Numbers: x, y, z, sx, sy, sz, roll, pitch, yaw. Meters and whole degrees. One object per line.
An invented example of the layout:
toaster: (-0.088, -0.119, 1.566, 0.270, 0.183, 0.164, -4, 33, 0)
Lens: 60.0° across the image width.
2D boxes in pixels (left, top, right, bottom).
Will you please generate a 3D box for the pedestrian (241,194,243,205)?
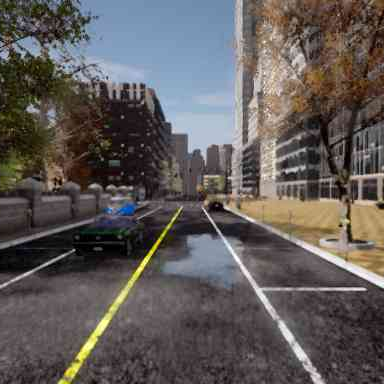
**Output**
pedestrian: (8.141, 1.206, 54.542, 0.375, 1.860, 0.375, 0, 0, 0)

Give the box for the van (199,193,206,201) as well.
van: (2.693, 1.286, 87.202, 1.690, 1.788, 3.998, 0, 0, 0)

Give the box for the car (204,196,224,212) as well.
car: (2.690, 1.518, 37.998, 1.947, 1.339, 4.313, 0, 0, 0)

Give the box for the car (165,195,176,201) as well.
car: (-5.686, 1.493, 81.676, 2.008, 1.369, 4.403, 0, 0, 0)

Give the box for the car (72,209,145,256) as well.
car: (-3.100, 1.580, 13.202, 1.895, 1.301, 4.718, 0, 0, 0)

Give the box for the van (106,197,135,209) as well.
van: (-5.691, 1.303, 26.732, 1.690, 1.788, 3.998, 0, 0, 0)

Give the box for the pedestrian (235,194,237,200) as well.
pedestrian: (7.140, 1.227, 53.942, 0.375, 1.860, 0.375, 0, 0, 0)

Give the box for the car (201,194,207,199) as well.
car: (2.691, 1.470, 49.433, 1.752, 1.417, 4.829, 0, 0, 0)

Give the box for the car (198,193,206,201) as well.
car: (2.693, 1.257, 81.676, 2.192, 1.841, 5.009, 0, 0, 0)

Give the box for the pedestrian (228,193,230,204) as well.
pedestrian: (6.140, 1.085, 55.142, 0.375, 1.860, 0.375, 0, 0, 0)
